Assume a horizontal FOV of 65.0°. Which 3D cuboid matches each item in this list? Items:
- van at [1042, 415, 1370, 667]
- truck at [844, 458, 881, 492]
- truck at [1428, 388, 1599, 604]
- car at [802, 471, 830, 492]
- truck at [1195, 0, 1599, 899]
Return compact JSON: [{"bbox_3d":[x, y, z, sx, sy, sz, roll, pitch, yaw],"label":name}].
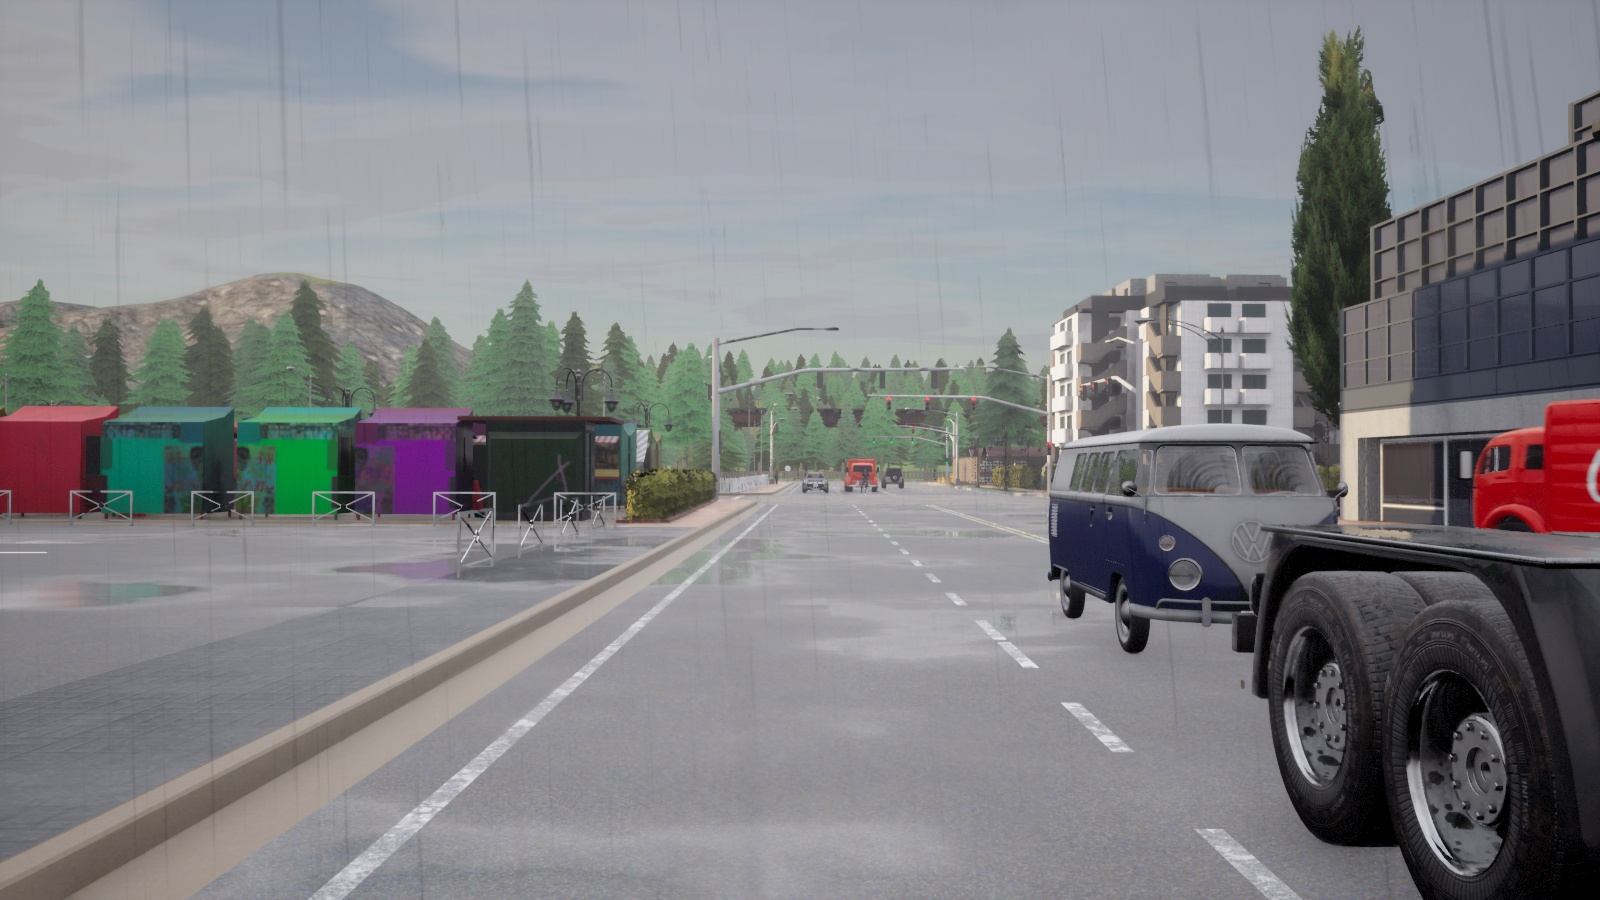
[{"bbox_3d":[3.632,0.756,12.149,1.775,1.987,4.442,0,-1,1],"label":"van"},{"bbox_3d":[4.707,1.910,95.614,2.627,2.467,5.204,0,-1,1],"label":"truck"},{"bbox_3d":[10.389,0.539,15.093,2.627,2.467,5.204,0,-1,-7],"label":"truck"},{"bbox_3d":[1.145,2.303,91.206,1.970,1.475,3.806,0,-1,1],"label":"car"},{"bbox_3d":[3.522,-0.137,2.678,2.891,3.462,7.936,0,-1,1],"label":"truck"}]
